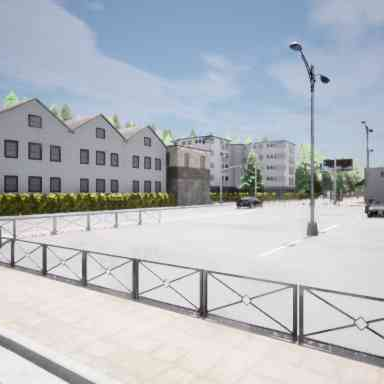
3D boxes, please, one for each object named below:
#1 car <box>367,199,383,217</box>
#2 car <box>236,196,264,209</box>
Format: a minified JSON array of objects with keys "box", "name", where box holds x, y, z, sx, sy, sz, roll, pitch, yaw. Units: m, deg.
[{"box":[15.416,1.298,26.814,2.007,1.523,4.514,0,0,35],"name":"car"},{"box":[7.360,1.286,41.957,1.882,1.535,5.008,0,0,35],"name":"car"}]
